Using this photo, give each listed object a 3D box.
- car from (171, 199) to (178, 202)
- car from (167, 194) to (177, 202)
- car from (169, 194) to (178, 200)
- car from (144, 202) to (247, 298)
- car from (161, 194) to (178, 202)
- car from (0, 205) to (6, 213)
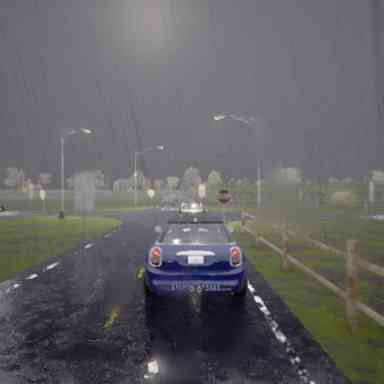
[{"bbox_3d":[-0.024,1.403,19.600,2.128,1.511,4.902,0,0,-1],"label":"car"},{"bbox_3d":[-3.870,1.151,66.102,1.882,1.535,5.008,0,0,-2],"label":"car"},{"bbox_3d":[-4.349,1.132,79.568,2.033,1.411,5.357,0,0,-2],"label":"car"},{"bbox_3d":[0.063,1.315,8.585,2.097,1.767,4.553,0,0,0],"label":"car"},{"bbox_3d":[-3.479,1.269,49.169,1.837,1.490,4.892,0,0,-1],"label":"car"},{"bbox_3d":[-19.898,1.415,31.294,4.181,1.385,1.994,0,1,2],"label":"car"}]
